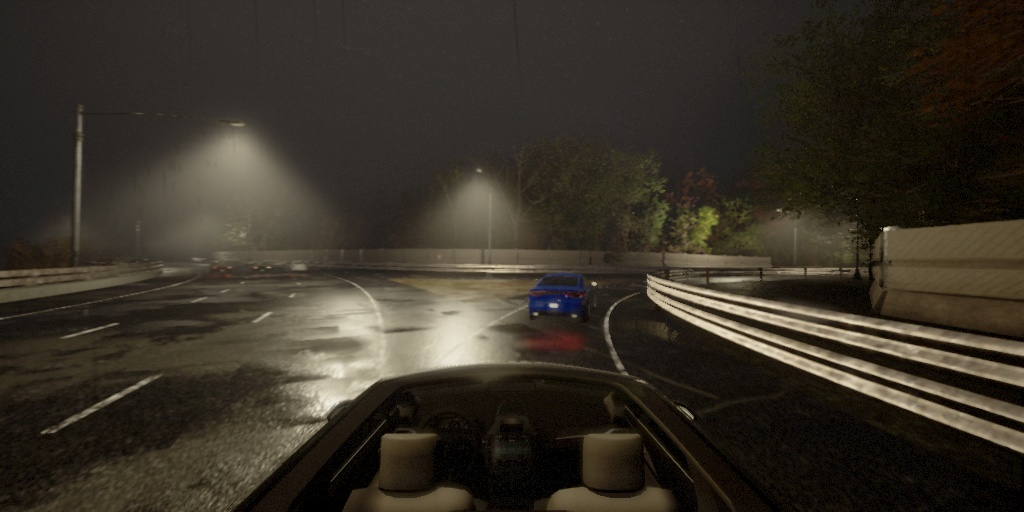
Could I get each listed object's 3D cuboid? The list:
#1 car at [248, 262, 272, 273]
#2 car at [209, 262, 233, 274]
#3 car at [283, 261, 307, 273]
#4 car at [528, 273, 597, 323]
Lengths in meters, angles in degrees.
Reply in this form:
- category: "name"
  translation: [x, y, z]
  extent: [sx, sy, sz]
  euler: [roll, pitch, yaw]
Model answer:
- category: "car"
  translation: [-29.533, 1.344, 41.951]
  extent: [1.895, 1.301, 4.718]
  euler: [1, -1, -42]
- category: "car"
  translation: [-32.615, 1.289, 40.156]
  extent: [1.895, 1.301, 4.718]
  euler: [1, -1, -42]
- category: "car"
  translation: [-26.240, 1.325, 43.446]
  extent: [1.812, 1.442, 4.674]
  euler: [1, -1, -41]
- category: "car"
  translation: [1.975, 1.355, 13.027]
  extent: [1.882, 1.535, 5.008]
  euler: [0, -1, 17]
